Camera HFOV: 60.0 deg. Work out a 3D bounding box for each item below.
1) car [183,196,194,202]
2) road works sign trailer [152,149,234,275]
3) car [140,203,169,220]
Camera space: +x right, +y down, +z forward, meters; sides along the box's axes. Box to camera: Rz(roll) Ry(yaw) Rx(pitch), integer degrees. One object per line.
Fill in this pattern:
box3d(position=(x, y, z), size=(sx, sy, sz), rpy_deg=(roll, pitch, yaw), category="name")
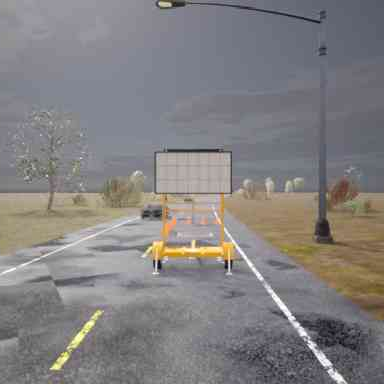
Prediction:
box3d(position=(-0.717, 1.586, 69.046), size=(1.895, 1.301, 4.718), rpy_deg=(0, 0, 5), category="car")
box3d(position=(0.043, 0.464, 10.463), size=(2.380, 3.560, 2.880), rpy_deg=(0, 0, 1), category="road works sign trailer")
box3d(position=(-3.127, 1.598, 28.387), size=(1.895, 1.301, 4.718), rpy_deg=(0, 0, 2), category="car")
